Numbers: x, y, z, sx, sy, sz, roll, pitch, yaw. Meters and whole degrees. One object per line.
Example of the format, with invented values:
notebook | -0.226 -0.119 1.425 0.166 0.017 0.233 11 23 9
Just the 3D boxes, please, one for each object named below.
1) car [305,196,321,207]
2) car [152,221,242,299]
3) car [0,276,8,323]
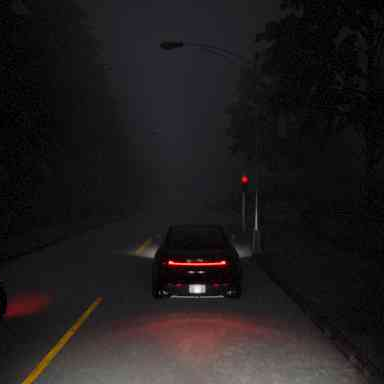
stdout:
car | 15.801 1.298 45.005 1.994 1.381 4.181 0 0 0
car | 0.100 1.504 8.439 1.837 1.490 4.892 0 0 0
car | -4.069 1.564 3.837 1.994 1.385 4.181 0 0 0
